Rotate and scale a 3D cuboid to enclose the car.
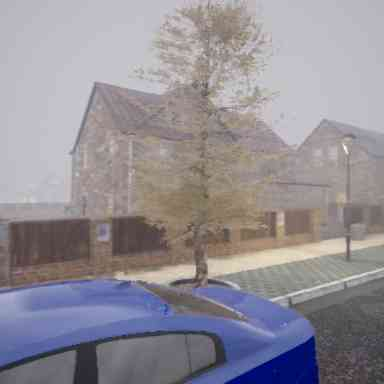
[{"bbox_3d":[-1.220,1.478,2.197,5.008,1.535,1.882,0,0,-35],"label":"car"}]
